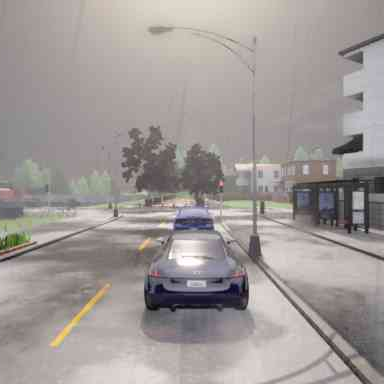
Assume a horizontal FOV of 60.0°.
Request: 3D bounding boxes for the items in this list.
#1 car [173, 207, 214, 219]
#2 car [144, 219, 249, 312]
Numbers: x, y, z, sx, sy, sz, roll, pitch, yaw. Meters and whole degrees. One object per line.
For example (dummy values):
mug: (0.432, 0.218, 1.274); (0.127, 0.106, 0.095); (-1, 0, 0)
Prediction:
car: (0.079, 1.477, 16.769); (1.882, 1.535, 5.008); (0, 0, 0)
car: (0.089, 1.564, 7.787); (1.994, 1.385, 4.181); (0, 0, 0)
